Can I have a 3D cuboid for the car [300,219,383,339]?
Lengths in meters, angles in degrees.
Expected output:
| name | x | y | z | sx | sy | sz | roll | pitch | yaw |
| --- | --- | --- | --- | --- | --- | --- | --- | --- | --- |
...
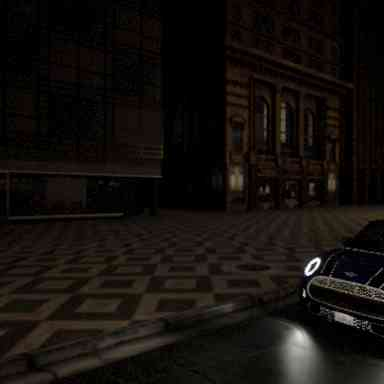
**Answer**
| name | x | y | z | sx | sy | sz | roll | pitch | yaw |
| --- | --- | --- | --- | --- | --- | --- | --- | --- | --- |
| car | 4.114 | 1.300 | 6.320 | 4.553 | 1.767 | 2.097 | -1 | 0 | -36 |
